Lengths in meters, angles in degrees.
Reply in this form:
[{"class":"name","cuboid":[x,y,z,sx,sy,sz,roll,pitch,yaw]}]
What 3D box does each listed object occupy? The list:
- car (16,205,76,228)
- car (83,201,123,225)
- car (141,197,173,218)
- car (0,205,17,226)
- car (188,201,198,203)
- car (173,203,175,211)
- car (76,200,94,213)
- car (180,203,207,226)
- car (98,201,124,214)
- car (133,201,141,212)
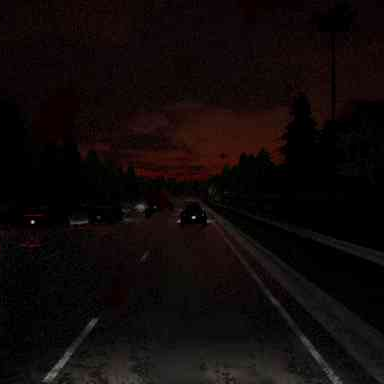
[{"class":"car","cuboid":[-10.378,1.741,24.099,1.837,1.490,4.892,0,-1,0]},{"class":"car","cuboid":[-6.874,1.748,26.969,1.882,1.535,5.008,0,-1,0]},{"class":"car","cuboid":[-3.466,1.570,34.265,2.150,2.045,5.566,0,-1,0]},{"class":"car","cuboid":[-13.876,1.731,25.918,1.882,1.535,5.008,0,-1,0]},{"class":"car","cuboid":[0.150,1.971,48.189,1.882,1.535,5.008,0,0,0]},{"class":"car","cuboid":[-3.441,1.975,46.048,1.837,1.490,4.892,0,0,0]},{"class":"car","cuboid":[-13.878,1.794,44.491,2.097,1.767,4.553,0,-1,0]},{"class":"car","cuboid":[0.124,1.829,25.818,1.994,1.385,4.181,0,-1,0]},{"class":"car","cuboid":[-10.385,1.923,42.995,2.128,1.511,4.902,0,-1,0]},{"class":"car","cuboid":[-6.870,1.990,45.955,1.812,1.442,4.674,0,-1,0]}]
